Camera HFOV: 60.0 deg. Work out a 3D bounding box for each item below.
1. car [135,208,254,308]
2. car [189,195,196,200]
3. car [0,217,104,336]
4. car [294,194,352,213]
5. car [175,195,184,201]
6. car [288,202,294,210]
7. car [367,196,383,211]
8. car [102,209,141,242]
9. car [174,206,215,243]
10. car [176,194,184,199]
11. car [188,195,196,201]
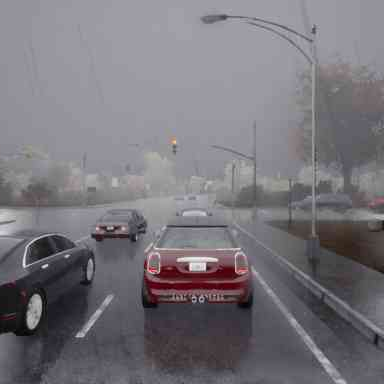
[{"bbox_3d":[0.107,1.352,8.072,2.097,1.767,4.553,0,0,0],"label":"car"},{"bbox_3d":[0.137,1.524,95.344,1.812,1.442,4.674,0,0,1],"label":"car"},{"bbox_3d":[-3.392,1.505,6.659,1.837,1.490,4.892,0,0,0],"label":"car"},{"bbox_3d":[14.501,1.221,36.398,5.566,2.045,2.150,0,0,3],"label":"car"},{"bbox_3d":[-3.413,1.545,85.313,1.994,1.385,4.181,0,0,0],"label":"car"},{"bbox_3d":[14.025,1.504,39.933,4.892,1.490,1.837,0,0,3],"label":"car"},{"bbox_3d":[23.859,1.211,39.391,5.566,2.045,2.150,0,0,3],"label":"car"},{"bbox_3d":[-3.386,1.547,16.317,2.033,1.411,5.357,0,0,0],"label":"car"},{"bbox_3d":[0.116,1.526,17.111,1.812,1.442,4.674,0,0,0],"label":"car"},{"bbox_3d":[-3.364,1.402,95.340,1.994,1.385,4.181,0,0,1],"label":"car"},{"bbox_3d":[0.085,1.500,84.990,1.837,1.490,4.892,0,0,0],"label":"car"}]
